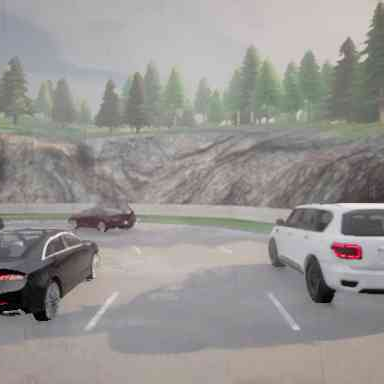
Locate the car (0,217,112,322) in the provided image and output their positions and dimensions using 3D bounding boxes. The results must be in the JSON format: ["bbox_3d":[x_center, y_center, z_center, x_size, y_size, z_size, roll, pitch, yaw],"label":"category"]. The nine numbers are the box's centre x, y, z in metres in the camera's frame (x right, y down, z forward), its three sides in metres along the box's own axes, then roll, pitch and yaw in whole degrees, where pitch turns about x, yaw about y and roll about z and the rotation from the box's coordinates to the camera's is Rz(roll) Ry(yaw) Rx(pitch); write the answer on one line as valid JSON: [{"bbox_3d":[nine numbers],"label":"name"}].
[{"bbox_3d":[-3.435,1.558,7.345,2.128,1.511,4.902,0,-1,-1],"label":"car"}]

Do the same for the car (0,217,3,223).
[{"bbox_3d":[-13.531,1.741,19.710,4.181,1.385,1.994,0,-1,1],"label":"car"}]

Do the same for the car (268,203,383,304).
[{"bbox_3d":[3.580,1.294,8.519,2.150,2.045,5.566,0,-1,-1],"label":"car"}]

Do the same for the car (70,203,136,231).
[{"bbox_3d":[-5.859,1.669,21.209,5.008,1.535,1.882,0,-2,38],"label":"car"}]
